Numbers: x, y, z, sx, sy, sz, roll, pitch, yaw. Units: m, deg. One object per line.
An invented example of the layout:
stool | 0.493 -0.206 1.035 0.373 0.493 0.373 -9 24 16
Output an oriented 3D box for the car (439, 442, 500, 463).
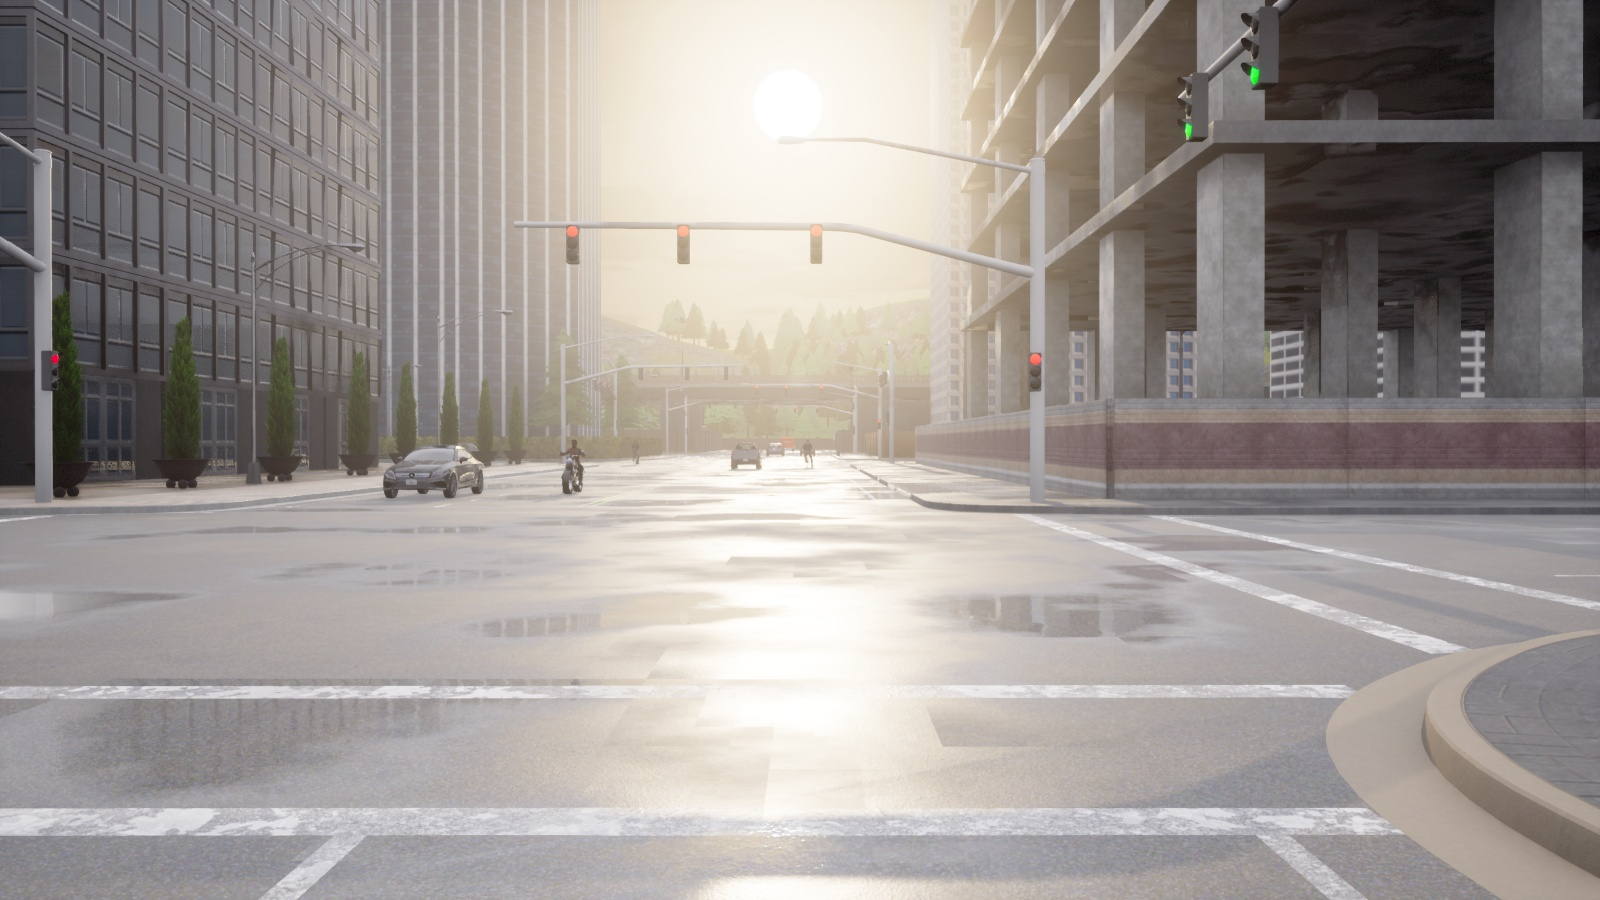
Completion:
car | -23.409 0.190 89.039 3.806 1.475 1.970 0 0 0

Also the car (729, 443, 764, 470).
car | -3.061 0.351 72.112 1.845 1.501 3.633 0 0 0

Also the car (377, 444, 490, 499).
car | -10.276 0.563 35.566 1.812 1.442 4.674 0 0 0

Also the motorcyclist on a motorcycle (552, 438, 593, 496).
motorcyclist on a motorcycle | -6.765 0.480 37.403 0.766 1.649 2.350 0 0 0
